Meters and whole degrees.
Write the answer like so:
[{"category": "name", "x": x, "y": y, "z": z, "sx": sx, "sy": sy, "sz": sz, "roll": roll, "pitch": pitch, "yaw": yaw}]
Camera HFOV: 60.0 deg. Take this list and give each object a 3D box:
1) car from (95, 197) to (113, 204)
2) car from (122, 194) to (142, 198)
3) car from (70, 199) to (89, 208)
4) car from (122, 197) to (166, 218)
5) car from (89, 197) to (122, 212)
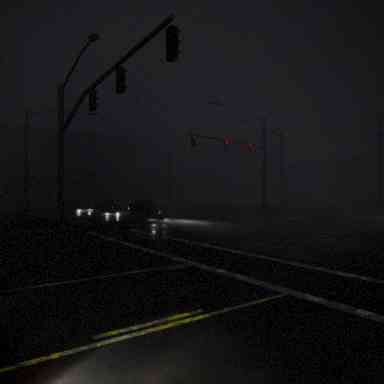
[{"category": "car", "x": -16.510, "y": 1.601, "z": 62.708, "sx": 1.895, "sy": 1.301, "sz": 4.718, "roll": 0, "pitch": 0, "yaw": 3}, {"category": "car", "x": -13.682, "y": 1.524, "z": 72.536, "sx": 1.812, "sy": 1.442, "sz": 4.674, "roll": 0, "pitch": 0, "yaw": 30}, {"category": "car", "x": -15.746, "y": 1.601, "z": 46.806, "sx": 1.895, "sy": 1.301, "sz": 4.718, "roll": 0, "pitch": 0, "yaw": -33}, {"category": "car", "x": -4.218, "y": 1.491, "z": 30.614, "sx": 2.128, "sy": 1.511, "sz": 4.902, "roll": 0, "pitch": 0, "yaw": -36}, {"category": "car", "x": -10.019, "y": 1.564, "z": 38.688, "sx": 1.994, "sy": 1.385, "sz": 4.181, "roll": 0, "pitch": 0, "yaw": -35}]
